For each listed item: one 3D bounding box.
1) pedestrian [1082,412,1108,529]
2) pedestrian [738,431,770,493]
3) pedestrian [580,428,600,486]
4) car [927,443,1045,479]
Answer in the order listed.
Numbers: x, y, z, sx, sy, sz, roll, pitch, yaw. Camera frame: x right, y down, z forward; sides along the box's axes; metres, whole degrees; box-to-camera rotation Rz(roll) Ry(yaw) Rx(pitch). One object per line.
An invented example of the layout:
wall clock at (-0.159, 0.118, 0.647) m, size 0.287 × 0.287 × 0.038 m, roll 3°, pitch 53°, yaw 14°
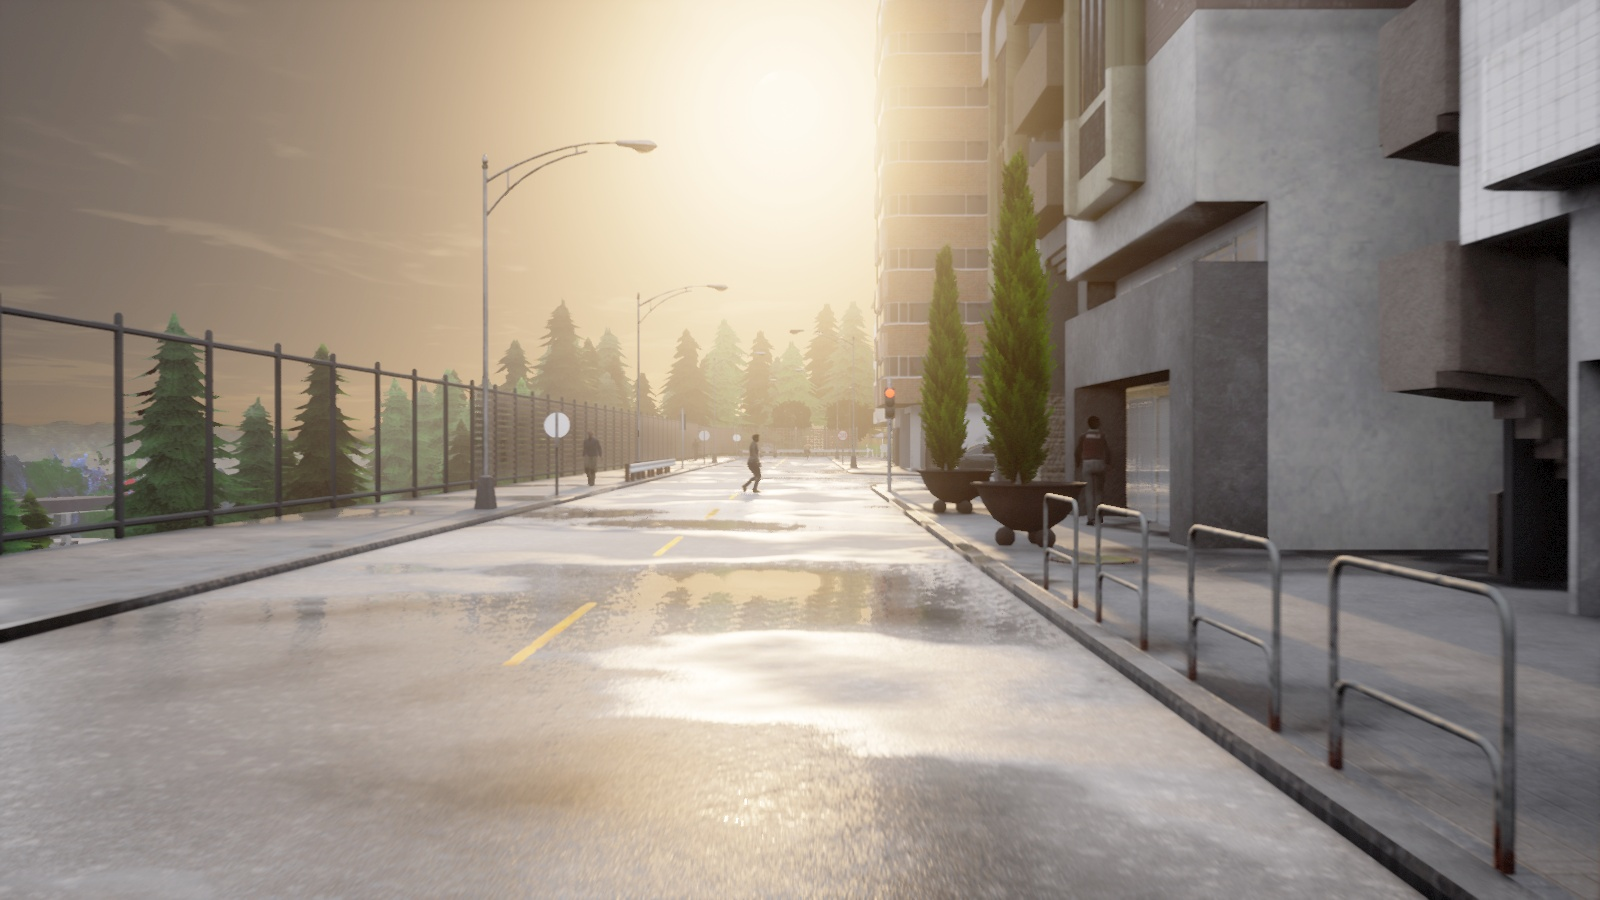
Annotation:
pedestrian at (4.942, 0.341, 21.027) m, size 0.402 × 1.930 × 0.666 m, roll 0°, pitch 0°, yaw 12°
pedestrian at (-1.351, 0.342, 36.846) m, size 0.869 × 1.805 × 0.328 m, roll 0°, pitch 0°, yaw -17°
pedestrian at (-6.680, 0.226, 39.974) m, size 0.402 × 1.842 × 0.726 m, roll 0°, pitch 0°, yaw 9°
car at (7.868, 0.457, 53.342) m, size 4.892 × 1.490 × 1.837 m, roll 0°, pitch 1°, yaw 8°
